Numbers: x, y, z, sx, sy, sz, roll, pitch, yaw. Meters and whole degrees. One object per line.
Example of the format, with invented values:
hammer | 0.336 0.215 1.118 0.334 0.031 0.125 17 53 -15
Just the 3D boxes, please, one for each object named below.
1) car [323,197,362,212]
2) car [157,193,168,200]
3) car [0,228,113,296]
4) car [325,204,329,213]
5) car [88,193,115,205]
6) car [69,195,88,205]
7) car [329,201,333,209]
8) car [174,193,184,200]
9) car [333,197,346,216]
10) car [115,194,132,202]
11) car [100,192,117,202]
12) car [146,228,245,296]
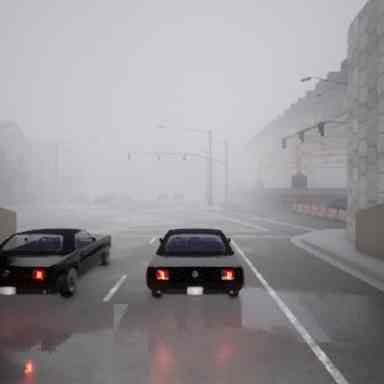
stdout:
car | 14.075 1.120 30.998 1.853 1.218 4.536 0 0 45
car | -6.167 0.976 69.588 1.994 1.385 4.181 0 0 1
car | -3.426 1.553 8.442 1.895 1.301 4.718 0 0 0
car | 14.038 1.278 30.962 2.038 1.542 4.974 0 0 45
car | -13.719 1.192 50.684 1.882 1.535 5.008 0 0 2
car | -17.206 1.204 51.075 2.128 1.511 4.902 0 0 2
car | 13.934 1.304 26.355 2.038 1.542 4.974 0 0 -35
car | -2.669 0.976 69.501 1.994 1.385 4.181 0 0 1
car | 13.964 1.147 26.312 1.853 1.218 4.536 0 0 -35
car | -13.247 1.169 66.563 2.033 1.411 5.357 0 0 2
car | -16.742 0.979 66.792 2.097 1.767 4.553 0 0 1
car | 0.074 1.553 8.433 1.895 1.301 4.718 0 0 0
